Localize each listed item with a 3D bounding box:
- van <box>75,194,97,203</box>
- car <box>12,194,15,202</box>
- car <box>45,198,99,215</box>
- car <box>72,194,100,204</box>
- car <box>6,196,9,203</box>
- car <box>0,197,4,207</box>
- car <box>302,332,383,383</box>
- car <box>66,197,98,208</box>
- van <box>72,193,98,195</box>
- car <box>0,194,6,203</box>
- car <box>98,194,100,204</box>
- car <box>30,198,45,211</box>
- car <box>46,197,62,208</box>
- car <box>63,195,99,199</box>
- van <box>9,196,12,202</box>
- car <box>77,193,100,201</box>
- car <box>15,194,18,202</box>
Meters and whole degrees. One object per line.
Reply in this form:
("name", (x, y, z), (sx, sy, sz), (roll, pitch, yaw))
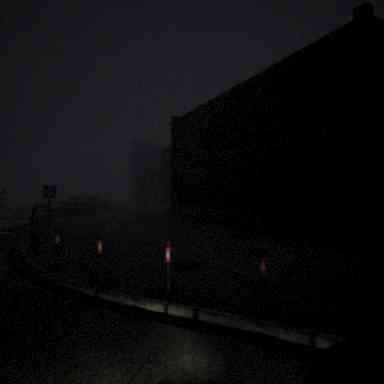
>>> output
("van", (-23.171, 1.396, 72.837), (4.442, 1.987, 1.878), (-1, 0, -16))
("car", (-45.908, 1.845, 79.645), (4.674, 1.452, 2.002), (-1, 0, -16))
("car", (-12.655, 1.737, 35.497), (4.792, 1.488, 2.163), (-1, 0, -16))
("car", (-22.284, 1.376, 70.198), (5.566, 2.045, 2.435), (-1, 0, -16))
("car", (-44.418, 1.805, 74.336), (4.892, 1.521, 2.231), (-1, 0, -16))
("car", (-29.036, 1.867, 47.657), (2.033, 1.411, 5.357), (-1, 0, -15))
("car", (3.049, 1.452, 1.461), (5.008, 1.535, 1.882), (-2, -1, 32))
("car", (-17.820, 1.682, 54.133), (4.892, 1.521, 2.231), (-1, 0, -16))
("van", (-14.984, 1.493, 43.509), (4.442, 1.987, 1.878), (-1, 0, -16))
("car", (-43.675, 1.806, 71.682), (4.892, 1.521, 2.231), (-1, 0, -16))
("car", (-16.303, 1.576, 48.785), (4.553, 1.767, 2.185), (-1, 0, -16))
("car", (-19.547, 1.878, 43.177), (1.895, 1.301, 4.718), (-1, 0, -16))
("car", (-23.251, 1.708, 56.052), (1.882, 1.535, 5.008), (-1, 0, -16))
("car", (-14.059, 1.592, 40.748), (4.553, 1.767, 2.185), (-1, 0, -16))
("van", (-45.090, 1.577, 77.140), (4.442, 1.987, 1.878), (-1, 0, -16))
("car", (-26.822, 1.360, 86.245), (5.566, 2.045, 2.435), (-1, 0, -16))
("car", (-46.833, 1.806, 82.250), (5.366, 1.575, 1.946), (-1, 0, -16))
